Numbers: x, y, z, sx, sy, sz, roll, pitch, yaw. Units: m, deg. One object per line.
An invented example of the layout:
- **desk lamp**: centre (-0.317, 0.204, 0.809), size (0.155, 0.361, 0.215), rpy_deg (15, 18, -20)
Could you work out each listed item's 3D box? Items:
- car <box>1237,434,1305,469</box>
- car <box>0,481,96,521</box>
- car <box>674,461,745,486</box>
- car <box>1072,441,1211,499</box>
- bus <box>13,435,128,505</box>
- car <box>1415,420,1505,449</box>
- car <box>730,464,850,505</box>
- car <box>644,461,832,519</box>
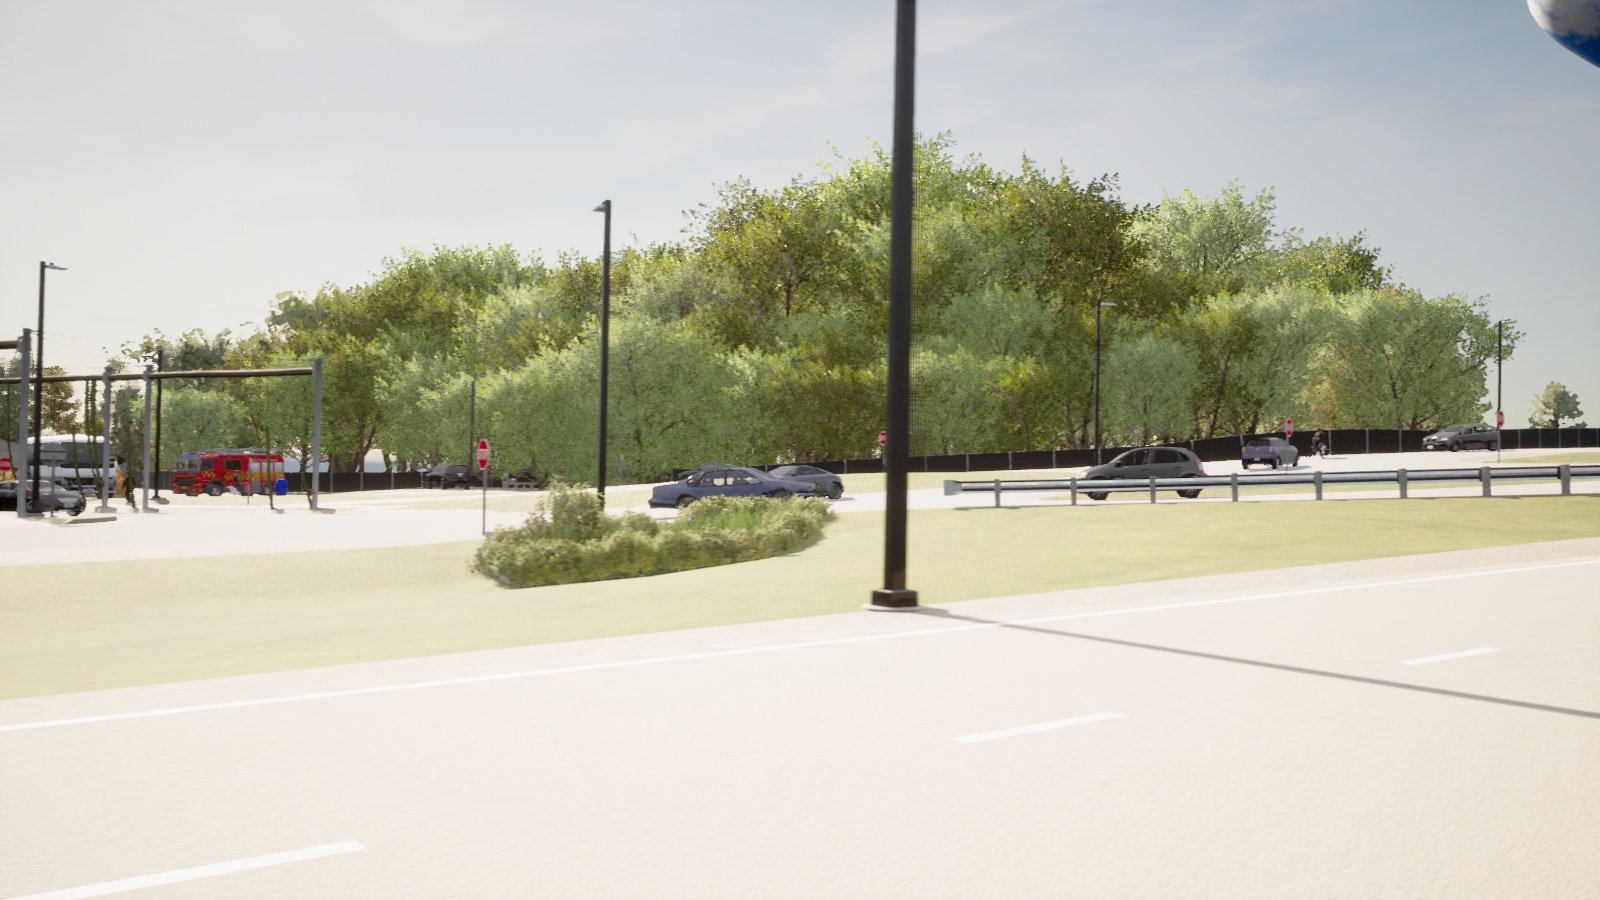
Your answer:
- **car**: centre (22.779, 0.057, 60.654), size (1.845, 1.501, 3.633), rpy_deg (-1, 2, 41)
- **car**: centre (-30.361, 2.017, 49.678), size (4.902, 1.511, 2.128), rpy_deg (-2, -2, 29)
- **car**: centre (-6.421, 1.664, 89.207), size (4.674, 1.442, 1.812), rpy_deg (-4, -1, 8)
- **car**: centre (10.522, 0.642, 38.894), size (3.988, 1.617, 1.851), rpy_deg (-2, -2, 14)
- **bus**: centre (-47.329, 1.361, 81.317), size (3.944, 4.253, 10.273), rpy_deg (1, -2, -45)
- **car**: centre (40.376, -0.966, 76.878), size (4.611, 1.667, 2.242), rpy_deg (-2, 1, -18)
- **car**: centre (-0.382, 1.293, 48.310), size (4.181, 1.385, 1.994), rpy_deg (-2, 1, -34)
- **car**: centre (-1.875, 1.235, 38.637), size (5.357, 1.411, 2.033), rpy_deg (-4, -2, 12)
